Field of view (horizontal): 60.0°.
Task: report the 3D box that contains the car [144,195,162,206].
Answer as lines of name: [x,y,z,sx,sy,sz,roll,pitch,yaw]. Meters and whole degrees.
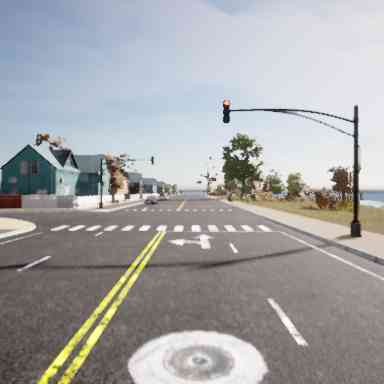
car: [-6.492,1.382,53.042,2.128,1.511,4.902,0,1,0]

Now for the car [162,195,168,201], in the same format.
car: [-6.489,1.406,75.494,1.895,1.301,4.718,0,0,0]
